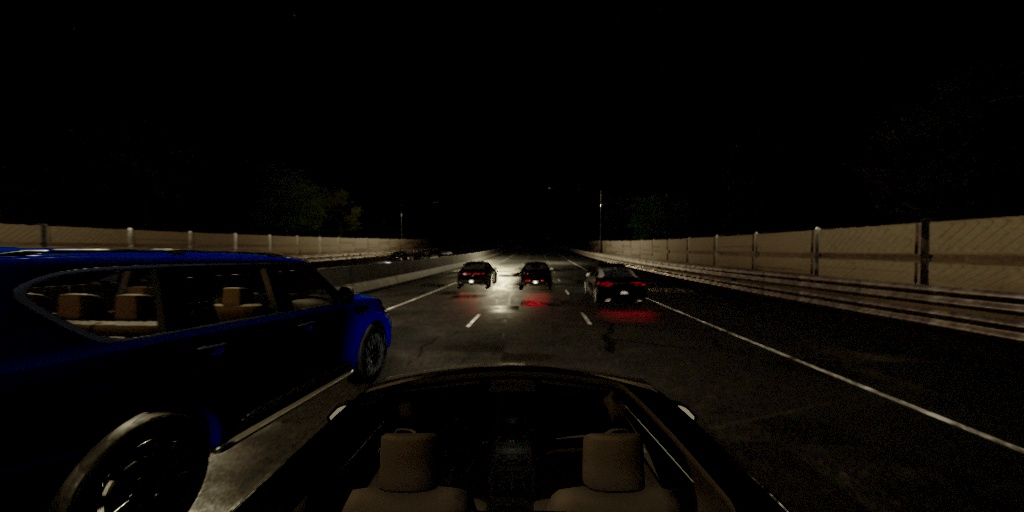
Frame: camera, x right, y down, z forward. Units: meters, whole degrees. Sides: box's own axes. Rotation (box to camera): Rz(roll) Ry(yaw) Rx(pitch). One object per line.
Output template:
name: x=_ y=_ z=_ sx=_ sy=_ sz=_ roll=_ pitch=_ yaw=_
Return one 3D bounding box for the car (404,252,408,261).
car: x=-17.372 y=0.047 z=55.210 sx=1.837 sy=1.490 sz=4.892 roll=0 pitch=2 yaw=5

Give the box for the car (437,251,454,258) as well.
car: x=-10.308 y=0.024 z=55.875 sx=2.128 sy=1.511 sz=4.902 roll=0 pitch=2 yaw=4

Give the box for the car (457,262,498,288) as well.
car: x=-2.046 y=1.083 z=21.990 sx=1.837 sy=1.490 sz=4.892 roll=0 pitch=1 yaw=4

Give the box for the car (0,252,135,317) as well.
car: x=-16.981 y=0.880 z=12.228 sx=2.150 sy=2.045 sz=5.566 roll=0 pitch=0 yaw=4

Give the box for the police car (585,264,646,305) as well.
police car: x=4.453 y=1.159 z=16.150 sx=1.930 sy=1.638 sz=5.238 roll=0 pitch=1 yaw=4

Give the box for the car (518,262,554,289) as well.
car: x=1.442 y=1.100 z=21.711 sx=1.837 sy=1.490 sz=4.892 roll=0 pitch=1 yaw=4

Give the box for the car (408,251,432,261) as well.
car: x=-13.849 y=0.046 z=55.451 sx=1.837 sy=1.490 sz=4.892 roll=0 pitch=2 yaw=5

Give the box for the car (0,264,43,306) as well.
car: x=-20.481 y=1.120 z=12.366 sx=1.882 sy=1.535 sz=5.008 roll=0 pitch=0 yaw=4

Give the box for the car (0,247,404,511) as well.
car: x=-3.335 y=0.963 z=3.977 sx=2.150 sy=2.045 sz=5.566 roll=0 pitch=0 yaw=4
